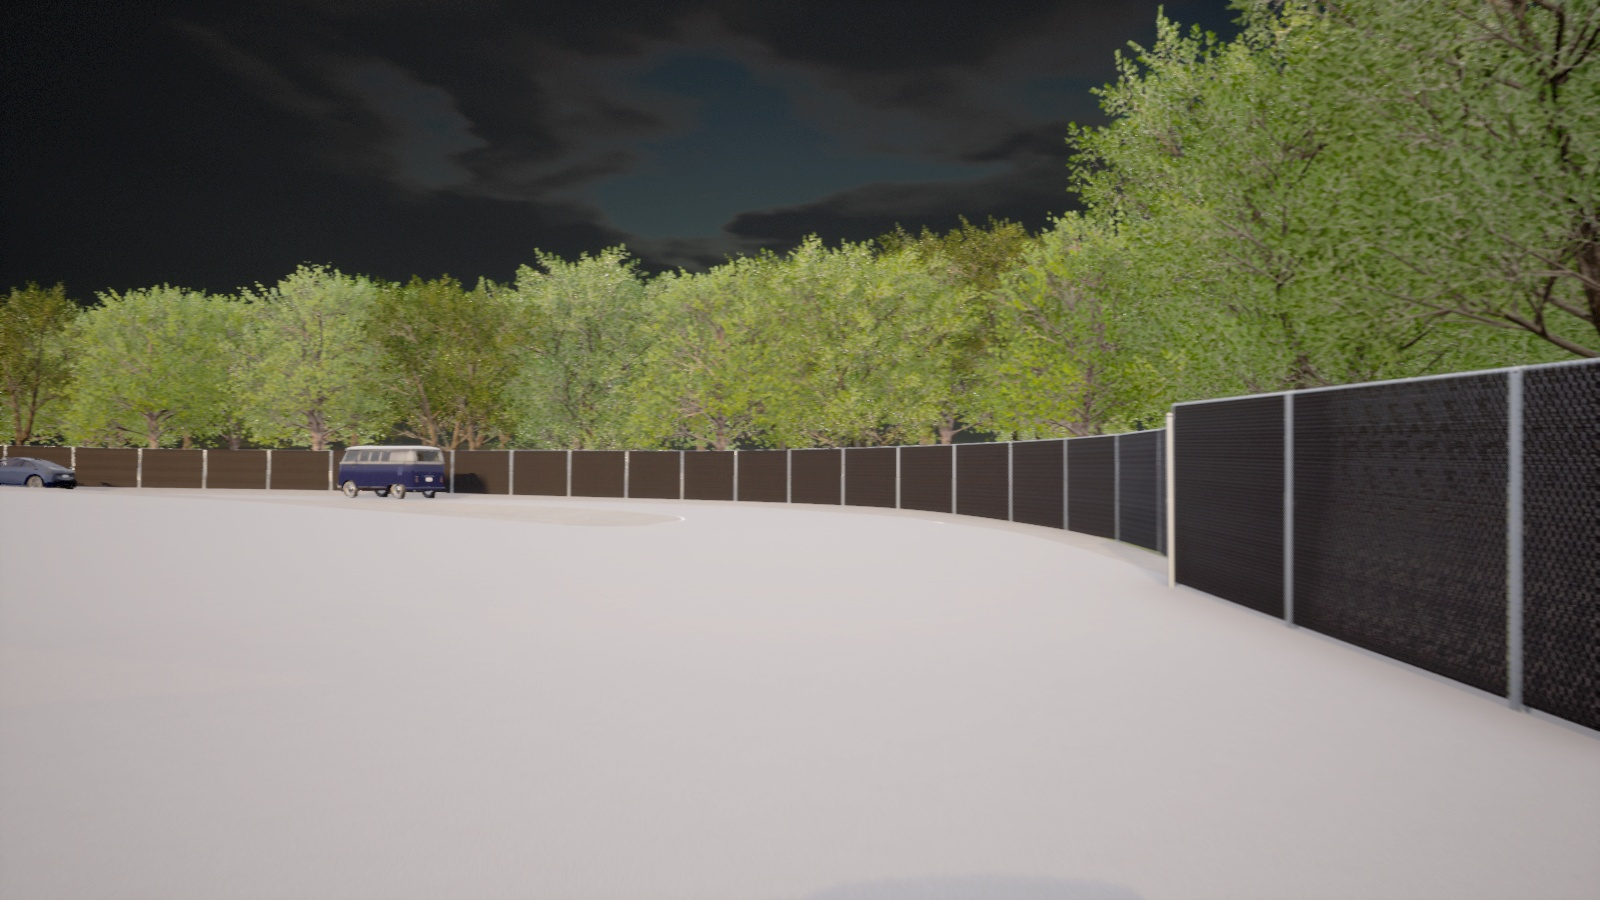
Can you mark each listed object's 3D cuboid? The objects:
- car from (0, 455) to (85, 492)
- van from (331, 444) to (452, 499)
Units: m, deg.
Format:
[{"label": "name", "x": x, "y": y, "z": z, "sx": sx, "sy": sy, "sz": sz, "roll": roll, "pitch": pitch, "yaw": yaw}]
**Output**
[{"label": "car", "x": -31.396, "y": 0.923, "z": 50.488, "sx": 4.181, "sy": 1.385, "sz": 1.994, "roll": 1, "pitch": -1, "yaw": 5}, {"label": "van", "x": -15.307, "y": 0.801, "z": 47.002, "sx": 4.442, "sy": 1.987, "sz": 1.775, "roll": 0, "pitch": -1, "yaw": 31}]
